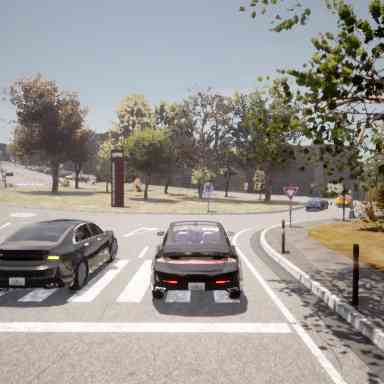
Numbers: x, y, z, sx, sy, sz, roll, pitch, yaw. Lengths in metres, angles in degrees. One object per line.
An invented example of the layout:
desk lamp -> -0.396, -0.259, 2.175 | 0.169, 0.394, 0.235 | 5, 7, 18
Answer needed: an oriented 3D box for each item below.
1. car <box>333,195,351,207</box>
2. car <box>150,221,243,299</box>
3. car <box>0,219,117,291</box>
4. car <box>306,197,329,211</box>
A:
car -> 20.131, 1.060, 44.454 | 1.882, 1.535, 5.008 | 1, 2, 17
car -> 0.097, 1.463, 8.377 | 2.128, 1.511, 4.902 | 0, 0, 0
car -> -3.366, 1.474, 8.909 | 1.837, 1.490, 4.892 | 0, 0, 1
car -> 14.512, 1.314, 38.435 | 2.033, 1.411, 5.357 | 1, 2, 31
